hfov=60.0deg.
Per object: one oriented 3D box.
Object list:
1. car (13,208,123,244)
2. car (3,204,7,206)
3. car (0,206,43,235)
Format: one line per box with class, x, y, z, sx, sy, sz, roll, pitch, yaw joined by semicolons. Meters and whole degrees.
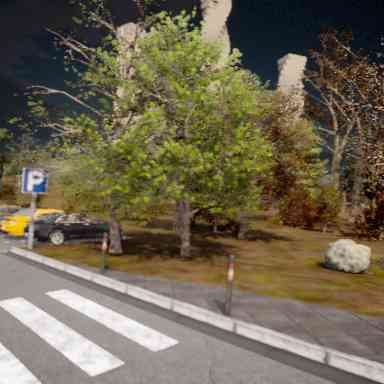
car;-5.790;1.744;16.702;2.231;1.521;4.892;0;-2;43
car;-9.787;1.706;20.492;2.231;1.521;4.892;1;-2;43
car;-7.793;1.725;18.593;2.097;1.535;5.008;1;-2;43
